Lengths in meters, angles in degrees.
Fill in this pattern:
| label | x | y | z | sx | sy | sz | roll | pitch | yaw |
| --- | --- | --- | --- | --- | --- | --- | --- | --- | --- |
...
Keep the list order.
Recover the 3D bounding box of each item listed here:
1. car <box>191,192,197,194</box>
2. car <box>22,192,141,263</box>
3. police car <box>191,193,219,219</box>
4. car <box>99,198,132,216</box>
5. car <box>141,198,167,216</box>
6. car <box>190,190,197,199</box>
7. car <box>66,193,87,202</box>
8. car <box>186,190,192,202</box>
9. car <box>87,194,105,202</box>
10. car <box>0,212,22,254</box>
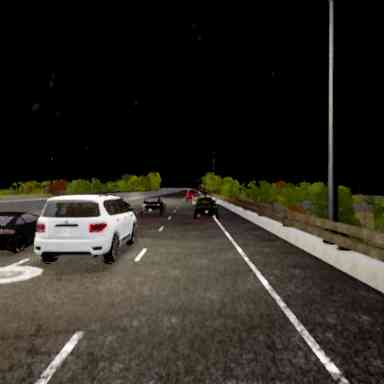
| label | x | y | z | sx | sy | sz | roll | pitch | yaw |
| --- | --- | --- | --- | --- | --- | --- | --- | --- | --- |
| car | 1.066 | 1.133 | 36.647 | 1.801 | 1.575 | 5.366 | 0 | 1 | 0 |
| car | -3.394 | 1.119 | 11.663 | 2.150 | 2.045 | 5.566 | 0 | 1 | 0 |
| police car | 1.061 | 1.192 | 26.567 | 1.930 | 1.638 | 5.238 | 0 | 1 | 0 |
| car | -6.886 | 1.298 | 30.281 | 1.994 | 1.385 | 4.181 | 0 | 1 | 0 |
| car | -3.386 | 1.232 | 29.519 | 2.128 | 1.511 | 4.902 | 0 | 1 | 0 |
| car | 1.069 | 0.978 | 42.426 | 2.097 | 1.767 | 4.553 | 0 | 1 | 0 |
| car | -20.983 | 1.013 | 60.573 | 2.033 | 1.411 | 5.357 | 0 | 1 | 0 |
| car | 0.027 | 0.681 | 60.929 | 2.150 | 2.045 | 5.566 | 0 | 1 | 0 |
| car | -17.491 | 1.065 | 60.795 | 1.895 | 1.301 | 4.718 | 0 | 1 | 0 |
| car | -6.895 | 1.450 | 12.962 | 1.994 | 1.385 | 4.181 | 0 | 0 | 0 |
